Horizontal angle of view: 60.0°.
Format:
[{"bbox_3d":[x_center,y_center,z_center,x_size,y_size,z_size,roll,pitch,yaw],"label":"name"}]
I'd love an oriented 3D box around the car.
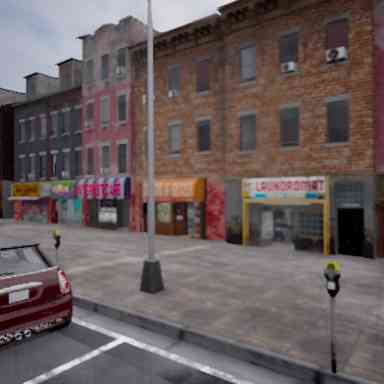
[{"bbox_3d":[-3.906,1.425,5.617,4.097,1.590,1.967,0,0,36],"label":"car"}]
